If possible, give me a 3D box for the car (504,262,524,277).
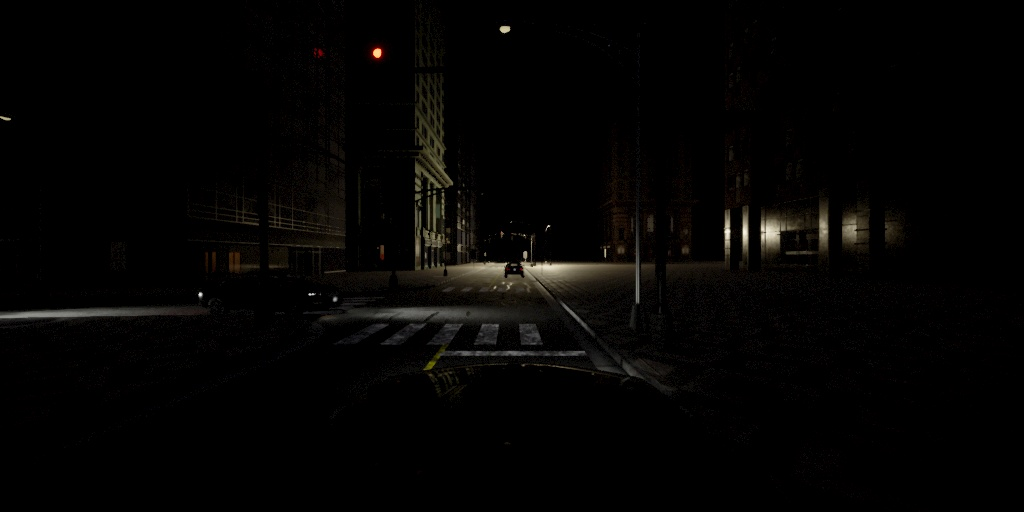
[{"bbox_3d":[0.224,1.299,35.464,2.033,1.411,5.357,0,0,0],"label":"car"}]

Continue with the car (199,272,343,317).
[{"bbox_3d":[-8.836,1.347,13.256,4.902,1.511,2.128,-1,0,7],"label":"car"}]
